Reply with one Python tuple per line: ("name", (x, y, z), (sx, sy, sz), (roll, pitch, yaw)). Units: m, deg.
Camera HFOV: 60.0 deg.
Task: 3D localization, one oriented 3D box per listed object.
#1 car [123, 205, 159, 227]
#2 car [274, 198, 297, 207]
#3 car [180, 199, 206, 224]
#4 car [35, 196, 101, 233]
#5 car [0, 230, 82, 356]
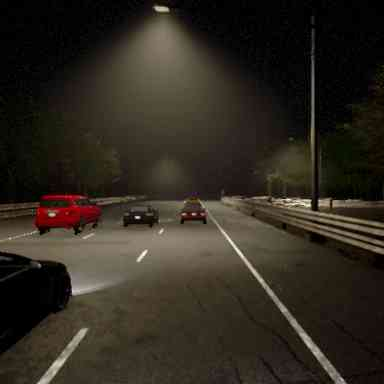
("car", (-3.397, 1.552, 22.803), (1.994, 1.385, 4.181), (0, 0, 0))
("car", (15.514, 1.665, 55.421), (1.994, 1.385, 4.181), (0, 1, -31))
("car", (0.101, 1.534, 24.824), (2.033, 1.411, 5.357), (0, 0, 0))
("car", (-6.899, 1.213, 19.082), (2.150, 2.045, 5.566), (0, 0, 0))
("car", (-3.401, 1.564, 5.006), (1.994, 1.385, 4.181), (0, 0, 0))
